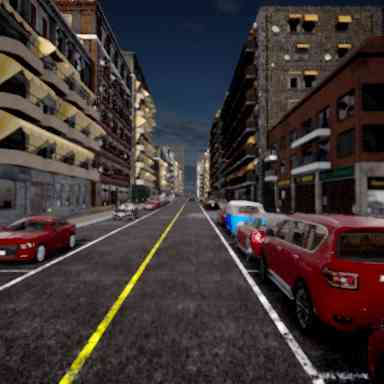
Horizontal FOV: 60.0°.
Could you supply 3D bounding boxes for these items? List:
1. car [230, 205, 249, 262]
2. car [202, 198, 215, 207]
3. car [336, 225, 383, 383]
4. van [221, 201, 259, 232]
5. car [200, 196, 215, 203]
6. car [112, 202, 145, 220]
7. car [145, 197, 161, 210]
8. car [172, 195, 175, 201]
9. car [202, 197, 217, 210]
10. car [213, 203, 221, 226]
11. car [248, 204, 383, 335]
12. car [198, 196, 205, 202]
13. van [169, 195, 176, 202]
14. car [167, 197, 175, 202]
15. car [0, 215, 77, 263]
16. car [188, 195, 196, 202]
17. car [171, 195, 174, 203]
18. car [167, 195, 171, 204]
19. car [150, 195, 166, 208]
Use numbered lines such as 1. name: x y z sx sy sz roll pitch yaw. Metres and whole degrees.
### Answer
1. car: 2.709 1.476 12.188 1.967 1.590 4.097 1 0 0
2. car: 2.719 1.768 56.374 1.887 1.381 4.507 1 0 0
3. car: 2.708 1.320 1.140 2.192 1.841 5.009 1 0 0
4. van: 2.712 1.395 17.709 1.690 1.788 3.998 1 0 0
5. car: 2.722 1.510 50.851 2.192 1.841 5.009 1 0 0
6. car: -5.668 1.648 28.757 2.008 1.369 4.403 1 0 0
7. car: -5.664 1.751 45.326 1.802 1.307 4.206 1 0 0
8. car: -5.653 1.795 78.470 1.967 1.590 4.097 1 0 0
9. car: 2.716 1.734 45.325 1.947 1.339 4.313 1 0 0
10. car: 2.710 1.657 23.231 1.802 1.307 4.206 1 0 0
11. car: 2.710 1.334 6.664 2.192 1.841 5.009 1 0 0
12. car: 2.730 1.996 95.207 1.752 1.417 4.829 1 0 0
13. van: -5.647 1.810 95.040 1.690 1.788 3.998 1 0 0
14. car: -5.652 2.012 89.515 1.802 1.307 4.206 1 0 0
15. car: -5.673 1.580 12.187 1.887 1.381 4.507 1 0 0
16. car: 0.028 1.975 90.580 2.033 1.411 5.357 0 0 0
17. car: -5.657 1.885 72.944 1.947 1.339 4.313 1 0 0
18. car: -5.655 1.568 61.901 2.192 1.841 5.009 1 0 0
19. car: -5.658 1.510 50.852 2.192 1.841 5.009 1 0 0
